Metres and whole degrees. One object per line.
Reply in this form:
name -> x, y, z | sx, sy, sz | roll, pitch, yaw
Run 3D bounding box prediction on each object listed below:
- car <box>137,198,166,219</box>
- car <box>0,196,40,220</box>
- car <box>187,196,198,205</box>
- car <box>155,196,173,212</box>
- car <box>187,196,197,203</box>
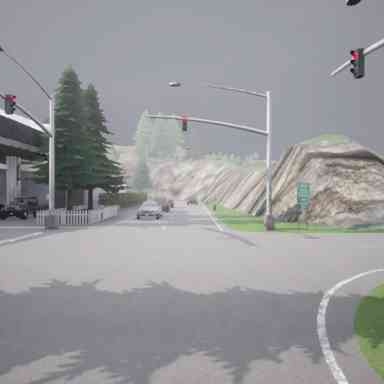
car -> -3.608, 1.526, 28.933 | 1.812, 1.442, 4.674 | 0, 0, 0
car -> -14.540, 1.313, 28.453 | 1.905, 1.878, 3.866 | 0, 0, -1
car -> 0.077, 1.547, 59.284 | 2.033, 1.411, 5.357 | 0, 0, 0
car -> -3.608, 1.352, 37.890 | 2.097, 1.767, 4.553 | 0, 0, 0
car -> -0.042, 1.526, 69.533 | 1.812, 1.442, 4.674 | 0, 0, -2
